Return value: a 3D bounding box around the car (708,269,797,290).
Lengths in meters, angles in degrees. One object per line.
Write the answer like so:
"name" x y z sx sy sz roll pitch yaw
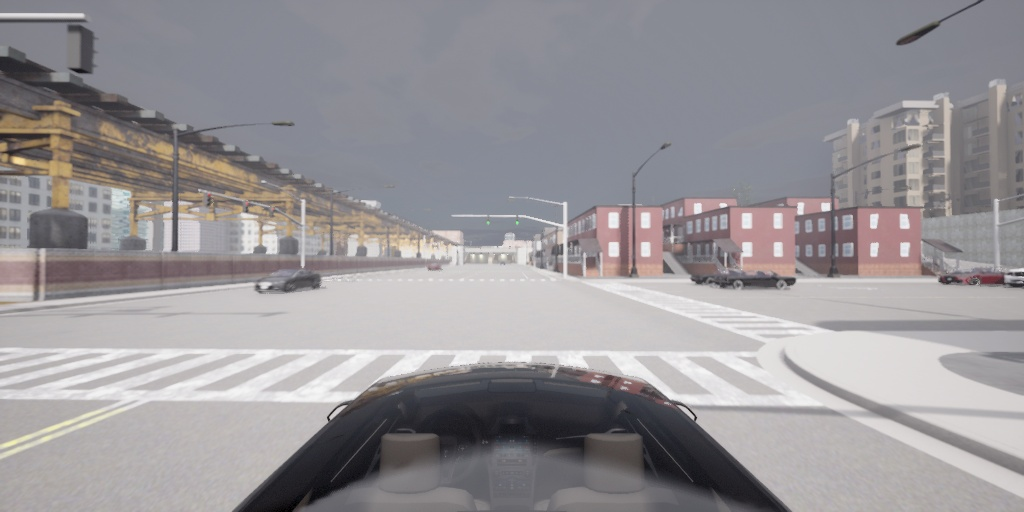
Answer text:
"car" 16.518 1.630 24.636 4.718 1.301 1.895 0 -1 0

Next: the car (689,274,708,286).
"car" 16.634 1.673 28.141 4.718 1.301 1.895 0 -1 1

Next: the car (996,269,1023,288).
"car" 37.722 1.253 24.644 5.566 2.045 2.150 0 -1 0

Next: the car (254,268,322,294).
"car" -14.028 1.539 22.760 2.128 1.511 4.902 0 -1 0

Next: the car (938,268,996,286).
"car" 36.348 1.636 28.144 4.181 1.385 1.994 0 -1 0
